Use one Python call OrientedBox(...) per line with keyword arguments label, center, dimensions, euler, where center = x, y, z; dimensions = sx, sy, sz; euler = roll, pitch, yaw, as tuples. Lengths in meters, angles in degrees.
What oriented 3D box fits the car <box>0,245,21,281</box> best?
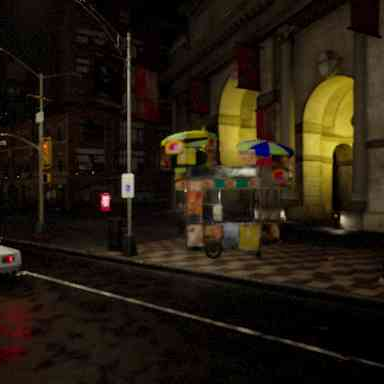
OrientedBox(label="car", center=(-6.503, 1.621, 8.625), dimensions=(4.718, 1.301, 1.895), euler=(0, 0, 36))
